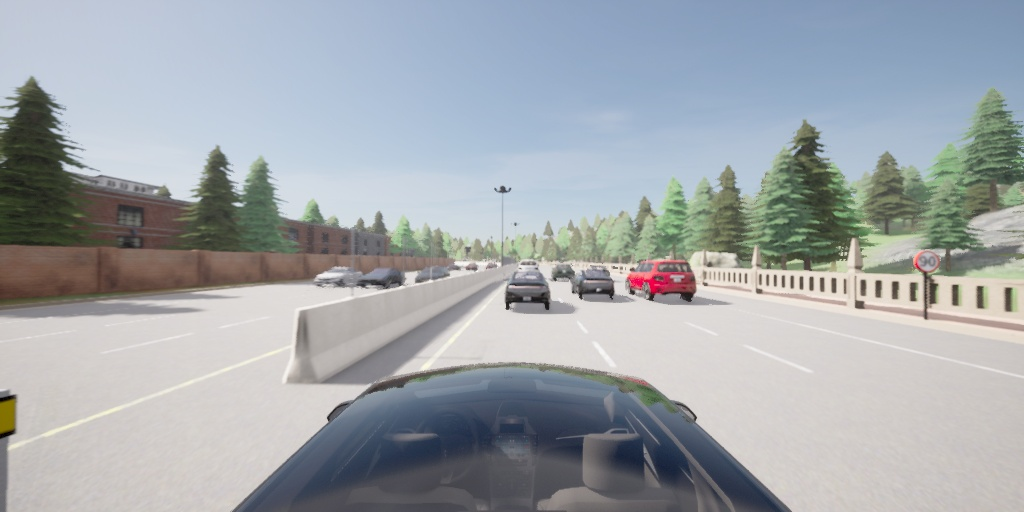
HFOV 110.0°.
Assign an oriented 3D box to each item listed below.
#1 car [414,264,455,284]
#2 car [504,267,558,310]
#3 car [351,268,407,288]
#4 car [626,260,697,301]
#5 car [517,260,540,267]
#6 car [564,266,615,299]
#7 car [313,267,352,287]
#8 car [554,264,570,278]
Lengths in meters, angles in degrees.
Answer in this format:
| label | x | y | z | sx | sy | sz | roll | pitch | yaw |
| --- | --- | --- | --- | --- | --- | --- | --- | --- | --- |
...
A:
| label | x | y | z | sx | sy | sz | roll | pitch | yaw |
| --- | --- | --- | --- | --- | --- | --- | --- | --- | --- |
| car | -5.969 | 1.566 | 27.359 | 1.837 | 1.490 | 4.892 | 0 | -1 | 3 |
| car | 0.696 | 1.437 | 16.025 | 2.128 | 1.511 | 4.902 | 0 | -1 | 3 |
| car | -9.503 | 1.581 | 26.749 | 2.033 | 1.411 | 5.357 | 0 | -1 | 3 |
| car | 7.871 | 1.254 | 19.443 | 2.150 | 2.045 | 5.566 | 0 | -1 | 3 |
| car | 1.746 | 1.468 | 38.016 | 2.150 | 2.045 | 5.566 | 0 | -1 | 3 |
| car | 4.394 | 1.512 | 20.069 | 2.128 | 1.511 | 4.902 | 0 | -1 | 3 |
| car | -12.981 | 1.547 | 27.273 | 1.812 | 1.442 | 4.674 | 0 | -1 | 3 |
| car | 5.203 | 1.605 | 37.104 | 2.097 | 1.767 | 4.553 | 0 | -1 | 3 |
